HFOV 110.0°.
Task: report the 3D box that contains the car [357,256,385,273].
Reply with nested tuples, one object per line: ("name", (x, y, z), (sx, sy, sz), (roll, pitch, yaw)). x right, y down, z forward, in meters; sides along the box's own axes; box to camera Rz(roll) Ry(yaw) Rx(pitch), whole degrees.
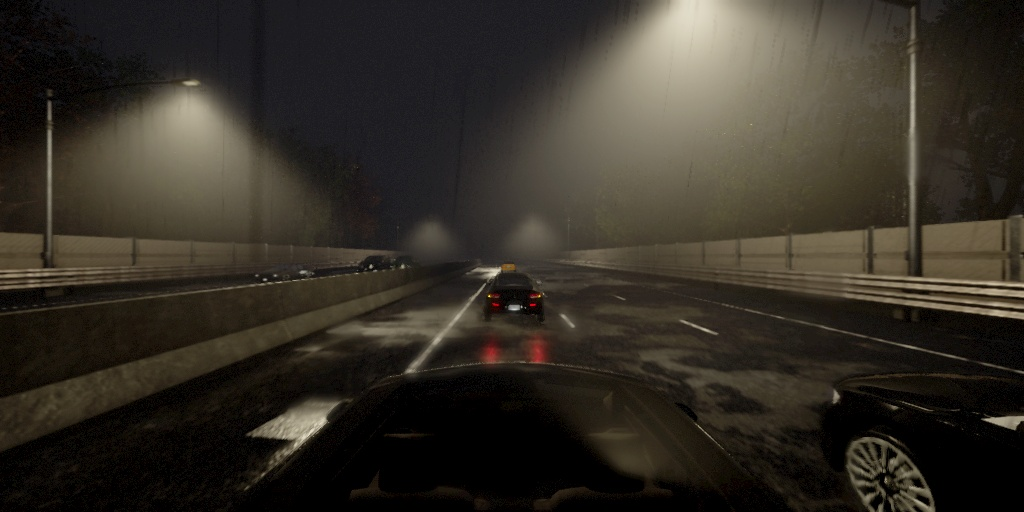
("car", (-14.478, 0.982, 38.164), (2.150, 2.045, 5.566), (0, 0, -1))

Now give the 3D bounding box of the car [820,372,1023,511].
("car", (3.593, 1.241, 1.099), (2.128, 1.511, 4.902), (0, 0, 0))

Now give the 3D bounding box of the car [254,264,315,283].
("car", (-17.809, 1.306, 28.455), (2.033, 1.411, 5.357), (0, 0, -1))

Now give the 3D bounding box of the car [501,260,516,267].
("car", (-0.428, 1.222, 44.578), (1.801, 1.575, 5.366), (0, 0, -1))

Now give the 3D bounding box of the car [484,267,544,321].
("car", (0.059, 1.279, 12.349), (1.812, 1.442, 4.674), (0, 0, 0))

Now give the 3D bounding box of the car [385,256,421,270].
("car", (-10.961, 0.983, 37.241), (2.150, 2.045, 5.566), (0, 0, -1))
